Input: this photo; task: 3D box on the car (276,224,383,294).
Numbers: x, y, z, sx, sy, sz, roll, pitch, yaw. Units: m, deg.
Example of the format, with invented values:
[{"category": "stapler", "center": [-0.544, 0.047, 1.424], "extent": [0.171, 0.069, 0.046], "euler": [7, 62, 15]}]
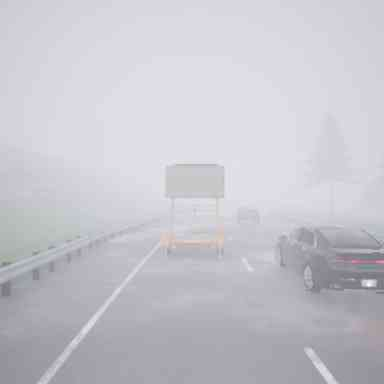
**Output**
[{"category": "car", "center": [3.689, 1.657, 9.254], "extent": [1.837, 1.490, 4.892], "euler": [0, -1, 1]}]

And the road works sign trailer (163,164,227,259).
[{"category": "road works sign trailer", "center": [0.125, 0.649, 13.552], "extent": [2.380, 3.560, 2.880], "euler": [0, -1, 3]}]

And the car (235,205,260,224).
[{"category": "car", "center": [4.865, 1.920, 29.273], "extent": [2.128, 1.511, 4.902], "euler": [0, -1, 5]}]
